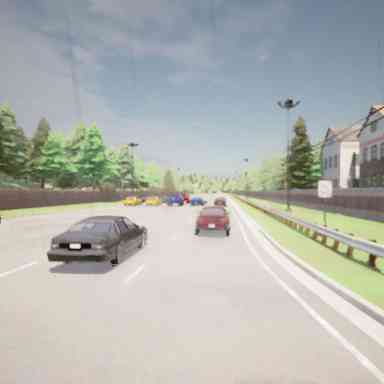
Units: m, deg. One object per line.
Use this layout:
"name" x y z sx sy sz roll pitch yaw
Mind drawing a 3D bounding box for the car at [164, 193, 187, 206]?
"car" -2.591 1.193 53.370 2.150 2.045 5.566 0 0 5

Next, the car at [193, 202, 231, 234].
"car" 1.218 1.519 18.920 1.812 1.442 4.674 0 0 6

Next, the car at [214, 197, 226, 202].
"car" 4.208 1.511 50.018 1.812 1.442 4.674 0 0 5

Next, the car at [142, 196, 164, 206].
"car" -6.078 1.443 53.676 1.882 1.535 5.008 0 0 5

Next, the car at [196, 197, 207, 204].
"car" 1.890 1.575 63.408 1.895 1.301 4.718 0 0 5

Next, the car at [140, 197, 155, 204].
"car" -8.562 1.559 64.413 1.895 1.301 4.718 0 0 5

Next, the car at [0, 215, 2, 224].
"car" -12.854 1.476 18.731 1.837 1.490 4.892 0 1 5

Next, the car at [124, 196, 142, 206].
"car" -9.562 1.437 54.011 1.882 1.535 5.008 0 0 5

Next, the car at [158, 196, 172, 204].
"car" -5.081 1.527 64.048 1.994 1.385 4.181 0 0 5

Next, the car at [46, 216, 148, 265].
"car" -2.984 1.537 11.680 2.033 1.411 5.357 0 0 5

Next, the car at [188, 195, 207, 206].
"car" 0.890 1.455 53.006 1.882 1.535 5.008 0 0 5
